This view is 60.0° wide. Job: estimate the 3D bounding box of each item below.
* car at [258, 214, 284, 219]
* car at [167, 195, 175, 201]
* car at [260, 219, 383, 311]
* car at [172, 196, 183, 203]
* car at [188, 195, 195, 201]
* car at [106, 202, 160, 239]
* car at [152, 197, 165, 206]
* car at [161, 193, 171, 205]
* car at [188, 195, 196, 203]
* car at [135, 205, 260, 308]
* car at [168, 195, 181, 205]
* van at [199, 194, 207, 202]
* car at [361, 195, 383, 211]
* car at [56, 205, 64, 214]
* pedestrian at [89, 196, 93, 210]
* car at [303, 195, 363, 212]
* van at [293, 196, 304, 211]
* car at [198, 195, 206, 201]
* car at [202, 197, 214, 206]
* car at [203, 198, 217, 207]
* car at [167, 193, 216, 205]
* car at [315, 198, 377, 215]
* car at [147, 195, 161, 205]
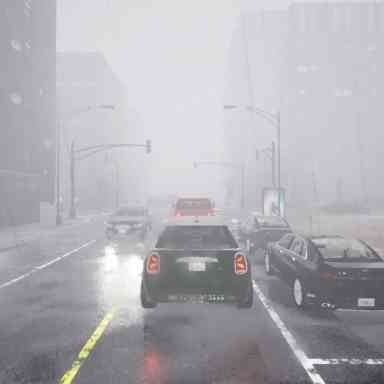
[{"bbox_3d":[2.826,1.555,13.139,2.008,1.369,4.403,1,0,0],"label":"car"},{"bbox_3d":[-5.708,1.603,90.366,1.947,1.339,4.313,1,0,0],"label":"car"},{"bbox_3d":[2.828,1.553,7.569,2.008,1.369,4.403,1,0,0],"label":"car"},{"bbox_3d":[-3.022,1.553,70.660,2.128,1.511,4.902,0,0,0],"label":"car"},{"bbox_3d":[-0.029,1.561,90.370,1.812,1.442,4.674,0,0,0],"label":"car"},{"bbox_3d":[-3.085,1.498,17.248,2.128,1.511,4.902,0,0,0],"label":"car"},{"bbox_3d":[-5.697,1.566,56.940,1.887,1.381,4.507,1,0,0],"label":"car"},{"bbox_3d":[-3.137,1.240,51.021,2.150,2.045,5.566,0,0,0],"label":"car"},{"bbox_3d":[0.024,1.530,72.390,1.837,1.490,4.892,0,0,0],"label":"car"},{"bbox_3d":[0.098,1.354,8.065,2.097,1.767,4.553,0,0,0],"label":"car"},{"bbox_3d":[-3.088,1.375,60.590,2.097,1.767,4.553,0,0,0],"label":"car"},{"bbox_3d":[2.678,1.373,79.188,1.690,1.788,3.998,1,0,0],"label":"van"},{"bbox_3d":[19.279,1.228,38.117,5.009,1.841,2.192,0,0,0],"label":"car"},{"bbox_3d":[-15.173,1.576,32.660,5.008,1.535,1.882,-1,-1,-2],"label":"car"},{"bbox_3d":[-12.542,1.348,41.291,0.375,1.860,0.375,0,0,0],"label":"pedestrian"},{"bbox_3d":[14.977,1.385,35.553,5.008,1.535,1.882,0,-1,2],"label":"car"},{"bbox_3d":[13.752,1.296,38.155,3.998,1.788,1.690,0,0,0],"label":"van"},{"bbox_3d":[2.672,1.582,90.329,1.887,1.381,4.507,1,0,0],"label":"car"},{"bbox_3d":[2.683,1.603,56.902,1.802,1.307,4.206,1,0,0],"label":"car"},{"bbox_3d":[2.685,1.585,51.331,1.947,1.339,4.313,1,0,0],"label":"car"},{"bbox_3d":[0.082,1.228,17.536,2.150,2.045,5.566,0,0,0],"label":"car"},{"bbox_3d":[13.694,1.413,29.773,4.206,1.307,1.802,0,0,0],"label":"car"},{"bbox_3d":[-5.692,1.334,51.369,2.192,1.841,5.009,1,0,0],"label":"car"}]
